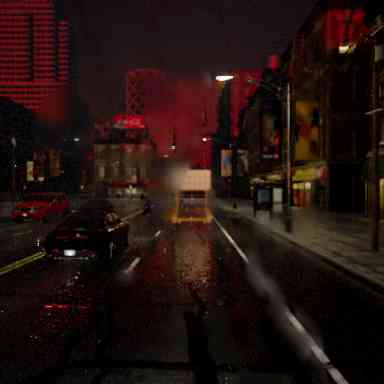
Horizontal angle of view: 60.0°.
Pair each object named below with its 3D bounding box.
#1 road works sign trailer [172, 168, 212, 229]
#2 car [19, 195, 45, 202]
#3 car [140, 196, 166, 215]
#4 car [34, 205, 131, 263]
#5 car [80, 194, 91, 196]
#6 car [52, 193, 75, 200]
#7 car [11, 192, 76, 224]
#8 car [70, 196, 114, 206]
[{"bbox_3d":[-0.002,0.330,20.407,2.380,3.560,2.880,0,0,0],"label":"road works sign trailer"},{"bbox_3d":[-29.464,1.190,61.229,4.718,1.301,1.895,0,0,28],"label":"car"},{"bbox_3d":[-3.473,1.344,31.132,2.033,1.411,5.357,0,0,-2],"label":"car"},{"bbox_3d":[-3.401,1.428,11.681,1.837,1.490,4.892,0,0,0],"label":"car"},{"bbox_3d":[-23.959,1.114,73.776,4.718,1.301,1.895,0,0,30],"label":"car"},{"bbox_3d":[-29.262,1.025,75.946,4.674,1.452,2.002,0,0,20],"label":"car"},{"bbox_3d":[-10.603,1.065,23.847,2.150,2.045,5.566,0,0,0],"label":"car"},{"bbox_3d":[-7.147,1.314,25.003,1.882,1.535,5.008,0,0,-1],"label":"car"}]
